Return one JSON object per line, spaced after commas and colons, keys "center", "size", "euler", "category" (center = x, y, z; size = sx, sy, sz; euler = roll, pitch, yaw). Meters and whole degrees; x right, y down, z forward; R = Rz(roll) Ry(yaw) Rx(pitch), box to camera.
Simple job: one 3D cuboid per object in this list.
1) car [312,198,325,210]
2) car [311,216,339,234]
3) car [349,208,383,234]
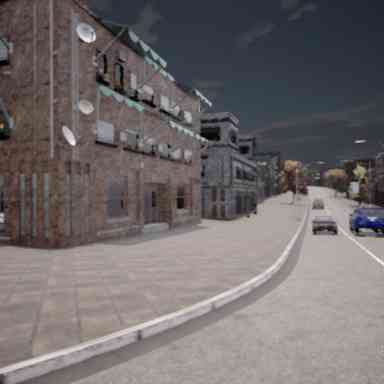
{"center": [24.649, 2.355, 64.871], "size": [2.150, 2.045, 5.566], "euler": [-1, 1, 20], "category": "car"}
{"center": [10.763, 2.638, 27.024], "size": [2.033, 1.411, 5.357], "euler": [-1, -4, 20], "category": "car"}
{"center": [14.081, 2.312, 26.785], "size": [2.150, 2.045, 5.566], "euler": [-1, -4, 20], "category": "car"}
